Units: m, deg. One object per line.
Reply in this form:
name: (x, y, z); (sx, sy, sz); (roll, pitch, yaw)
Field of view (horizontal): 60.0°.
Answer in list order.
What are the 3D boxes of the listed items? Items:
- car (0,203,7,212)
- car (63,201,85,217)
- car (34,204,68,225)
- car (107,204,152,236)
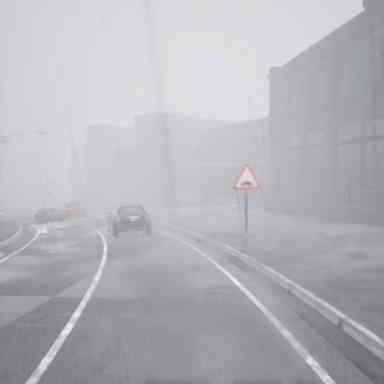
car: (-37.517, 3.043, 64.764); (2.097, 1.767, 4.553); (-2, 0, -21)
car: (-13.799, 1.937, 37.513); (2.097, 1.767, 4.553); (-4, 1, -38)
car: (-13.046, 2.136, 30.258); (1.994, 1.385, 4.181); (-3, 0, -33)
car: (-3.841, 1.515, 19.783); (2.097, 1.767, 4.553); (-2, 0, -19)
